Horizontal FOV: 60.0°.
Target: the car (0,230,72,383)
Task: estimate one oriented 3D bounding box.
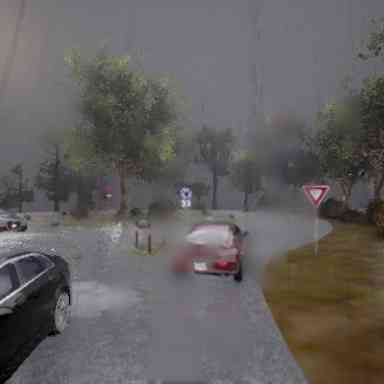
[{"bbox_3d":[-2.895,1.522,3.921,2.128,1.511,4.902,0,0,-3],"label":"car"}]

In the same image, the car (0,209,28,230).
[{"bbox_3d":[-11.672,1.711,19.589,4.181,1.385,1.994,0,0,29],"label":"car"}]

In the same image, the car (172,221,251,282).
[{"bbox_3d":[0.719,1.602,10.058,1.812,1.442,4.674,0,0,13],"label":"car"}]
